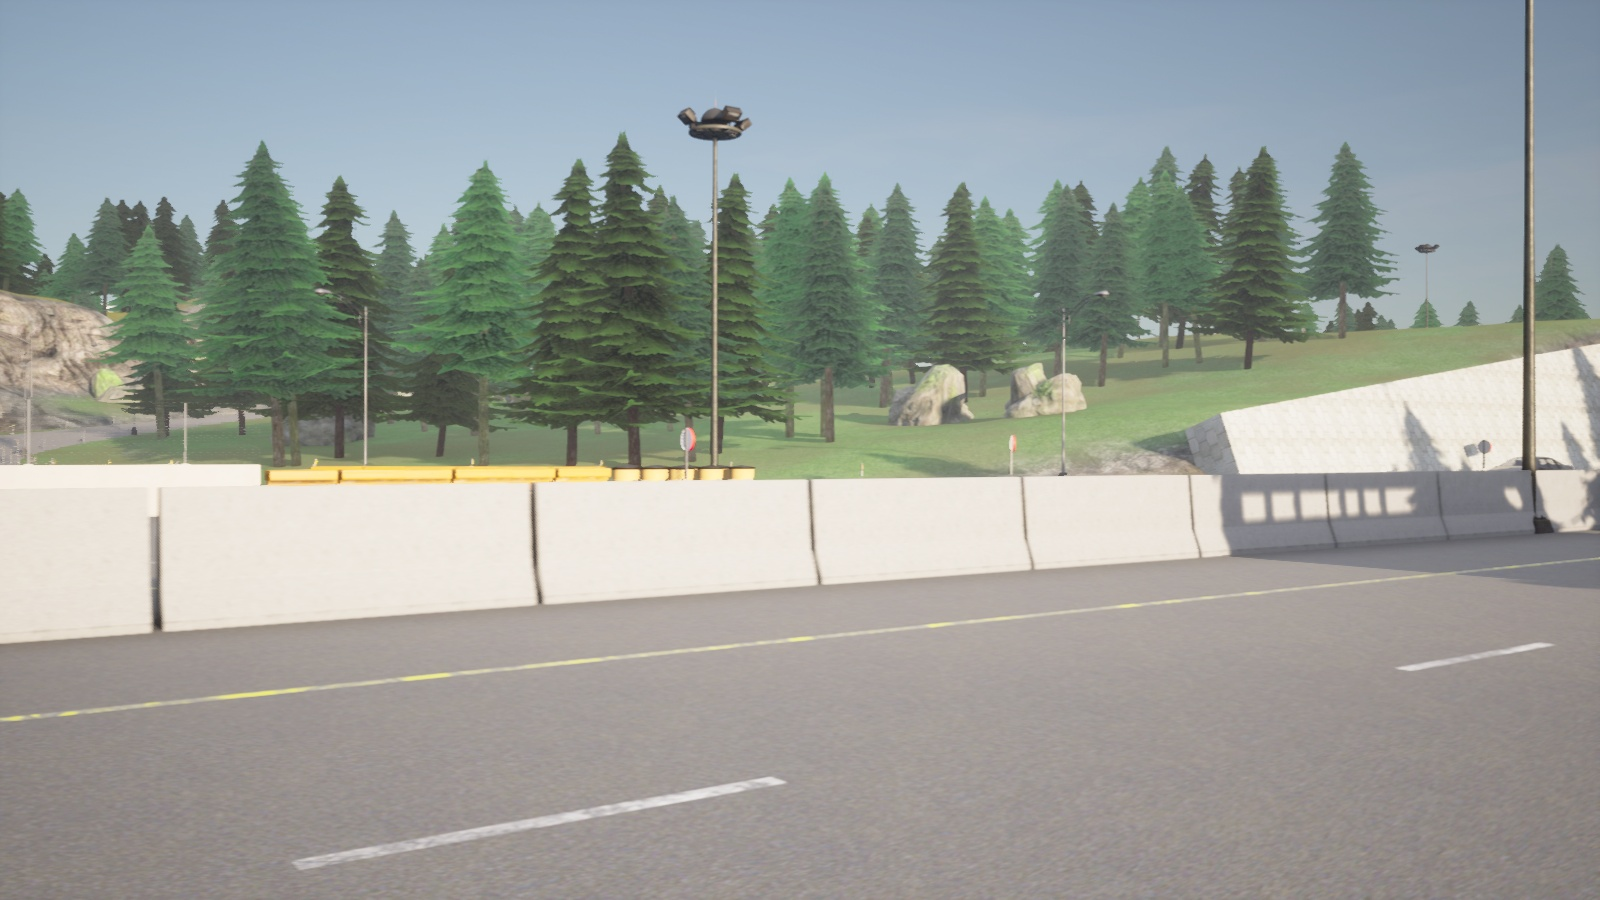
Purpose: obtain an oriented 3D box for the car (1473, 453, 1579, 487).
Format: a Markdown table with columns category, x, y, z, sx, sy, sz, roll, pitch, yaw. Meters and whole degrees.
| category | x | y | z | sx | sy | sz | roll | pitch | yaw |
| --- | --- | --- | --- | --- | --- | --- | --- | --- | --- |
| car | 32.463 | 0.861 | 56.103 | 5.357 | 1.411 | 2.033 | 0 | 0 | -35 |
